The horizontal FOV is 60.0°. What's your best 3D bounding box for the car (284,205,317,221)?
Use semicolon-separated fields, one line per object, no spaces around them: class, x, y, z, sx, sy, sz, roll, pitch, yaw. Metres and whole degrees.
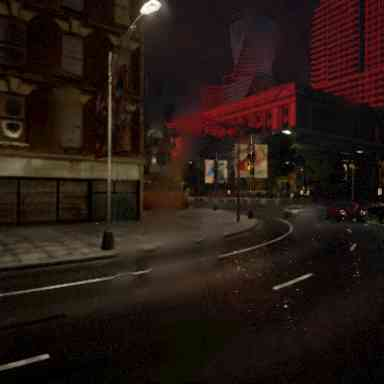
car;9.835;1.882;30.351;1.895;1.301;4.718;0;0;3

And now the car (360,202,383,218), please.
car;20.131;1.883;35.115;2.128;1.511;4.902;1;0;-2

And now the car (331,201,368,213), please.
car;21.724;1.998;46.037;2.002;1.452;4.674;1;0;-15

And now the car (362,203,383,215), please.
car;22.968;2.044;40.443;1.895;1.301;4.718;0;0;-5

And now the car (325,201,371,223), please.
car;13.134;1.645;28.649;2.097;1.767;4.553;0;0;6

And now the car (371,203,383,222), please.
car;16.410;1.830;26.542;1.812;1.442;4.674;1;0;8
